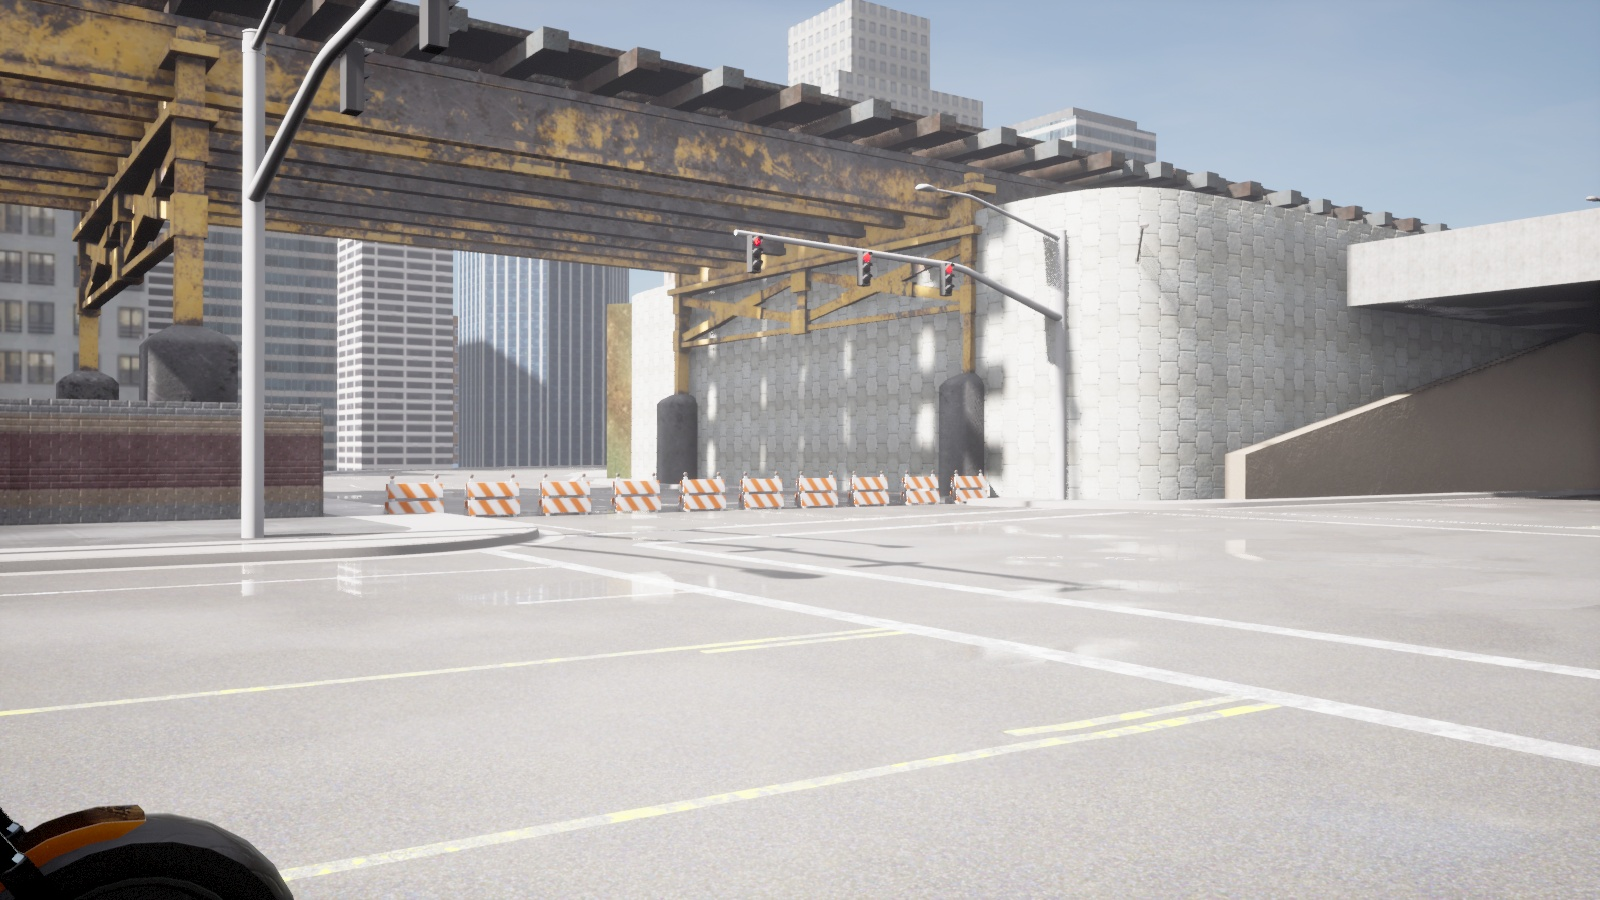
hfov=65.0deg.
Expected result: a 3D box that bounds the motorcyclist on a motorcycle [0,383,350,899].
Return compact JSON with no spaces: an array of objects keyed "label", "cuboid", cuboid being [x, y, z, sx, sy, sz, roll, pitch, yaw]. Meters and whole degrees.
[{"label":"motorcyclist on a motorcycle","cuboid":[-2.109,0.705,2.229,2.350,1.649,0.766,0,0,-34]}]
